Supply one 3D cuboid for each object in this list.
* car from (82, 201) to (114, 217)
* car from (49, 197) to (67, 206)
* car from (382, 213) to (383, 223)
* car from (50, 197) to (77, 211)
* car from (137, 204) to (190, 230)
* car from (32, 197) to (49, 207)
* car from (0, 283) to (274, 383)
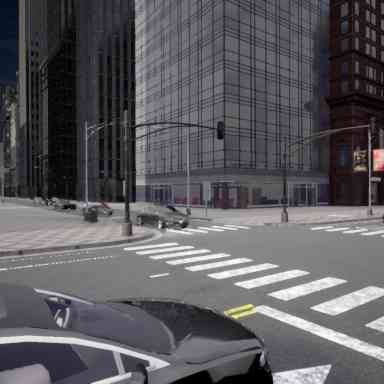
[{"bbox_3d":[-9.200,1.591,32.027,1.812,1.442,4.674,0,0,-35],"label":"car"},{"bbox_3d":[-23.070,1.626,57.123,1.837,1.490,4.892,0,0,-35],"label":"car"},{"bbox_3d":[14.785,1.357,22.382,4.553,1.767,2.097,0,0,-36],"label":"car"},{"bbox_3d":[-15.815,1.693,41.372,1.895,1.301,4.718,0,0,-35],"label":"car"},{"bbox_3d":[-1.997,1.544,21.689,1.837,1.490,4.892,0,0,-33],"label":"car"},{"bbox_3d":[-24.565,1.550,53.871,1.837,1.490,4.892,0,0,-35],"label":"car"},{"bbox_3d":[-1.464,1.491,2.395,4.902,1.511,2.128,0,0,-36],"label":"car"}]
